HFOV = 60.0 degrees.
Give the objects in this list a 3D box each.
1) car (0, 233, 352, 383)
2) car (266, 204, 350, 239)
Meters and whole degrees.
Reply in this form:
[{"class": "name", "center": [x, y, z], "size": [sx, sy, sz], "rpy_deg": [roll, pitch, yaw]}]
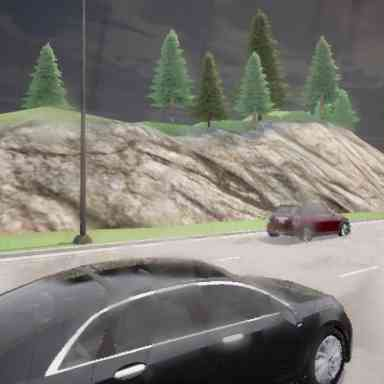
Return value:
[{"class": "car", "center": [-0.184, 1.505, 3.616], "size": [4.892, 1.490, 1.837], "rpy_deg": [0, 0, -36]}, {"class": "car", "center": [5.848, 1.353, 16.537], "size": [4.553, 1.767, 2.097], "rpy_deg": [0, 0, -36]}]
